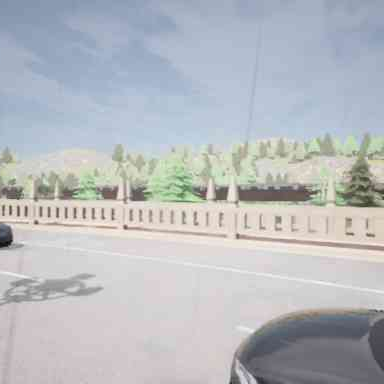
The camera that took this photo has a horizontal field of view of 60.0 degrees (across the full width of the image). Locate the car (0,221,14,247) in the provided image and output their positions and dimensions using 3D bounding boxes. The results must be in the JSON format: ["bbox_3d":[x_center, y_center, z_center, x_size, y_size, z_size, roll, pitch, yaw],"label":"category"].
[{"bbox_3d":[-9.039,1.489,13.074,4.181,1.385,1.994,0,0,27],"label":"car"}]

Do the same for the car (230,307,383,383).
[{"bbox_3d":[2.543,1.482,2.002,4.902,1.511,2.128,0,0,36],"label":"car"}]
